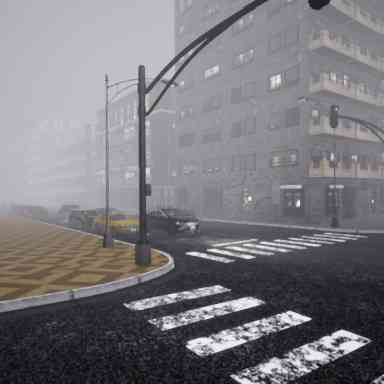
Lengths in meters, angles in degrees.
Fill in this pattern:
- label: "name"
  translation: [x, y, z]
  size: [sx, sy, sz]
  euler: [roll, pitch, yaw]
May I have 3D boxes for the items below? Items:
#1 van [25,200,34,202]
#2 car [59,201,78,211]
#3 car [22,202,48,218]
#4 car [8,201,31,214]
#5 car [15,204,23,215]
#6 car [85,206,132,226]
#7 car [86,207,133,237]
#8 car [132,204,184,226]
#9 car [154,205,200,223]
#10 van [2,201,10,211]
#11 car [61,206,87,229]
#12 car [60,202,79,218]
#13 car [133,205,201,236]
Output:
- label: "van"
  translation: [-41.631, 2.832, 85.120]
  size: [1.690, 1.788, 3.998]
  euler: [-2, 0, -36]
- label: "car"
  translation: [-21.536, 2.367, 57.786]
  size: [1.967, 1.590, 4.097]
  euler: [-2, 0, -36]
- label: "car"
  translation: [-18.237, 2.262, 39.155]
  size: [1.887, 1.381, 4.507]
  euler: [-2, 0, -36]
- label: "car"
  translation: [-24.935, 2.449, 48.266]
  size: [1.887, 1.381, 4.507]
  euler: [-2, 0, -36]
- label: "car"
  translation: [-21.585, 2.393, 43.710]
  size: [1.802, 1.307, 4.206]
  euler: [-2, 0, -36]
- label: "car"
  translation: [-7.272, 1.994, 28.626]
  size: [2.033, 1.411, 5.357]
  euler: [-1, -1, -37]
- label: "car"
  translation: [-4.744, 1.865, 20.796]
  size: [1.752, 1.417, 4.829]
  euler: [-2, 0, -36]
- label: "car"
  translation: [-2.966, 1.862, 28.183]
  size: [2.128, 1.511, 4.902]
  euler: [-1, -1, -36]
- label: "car"
  translation: [-1.441, 1.916, 30.453]
  size: [2.008, 1.369, 4.403]
  euler: [-2, 0, -36]
- label: "van"
  translation: [-31.638, 2.433, 57.377]
  size: [1.690, 1.788, 3.998]
  euler: [-2, 0, -36]
- label: "car"
  translation: [-8.192, 2.002, 25.488]
  size: [1.947, 1.339, 4.313]
  euler: [-2, 0, -36]
- label: "car"
  translation: [-13.230, 2.118, 36.754]
  size: [1.837, 1.490, 4.892]
  euler: [-1, -1, -36]
- label: "car"
  translation: [-1.413, 1.775, 20.654]
  size: [2.128, 1.511, 4.902]
  euler: [-1, -1, -36]
